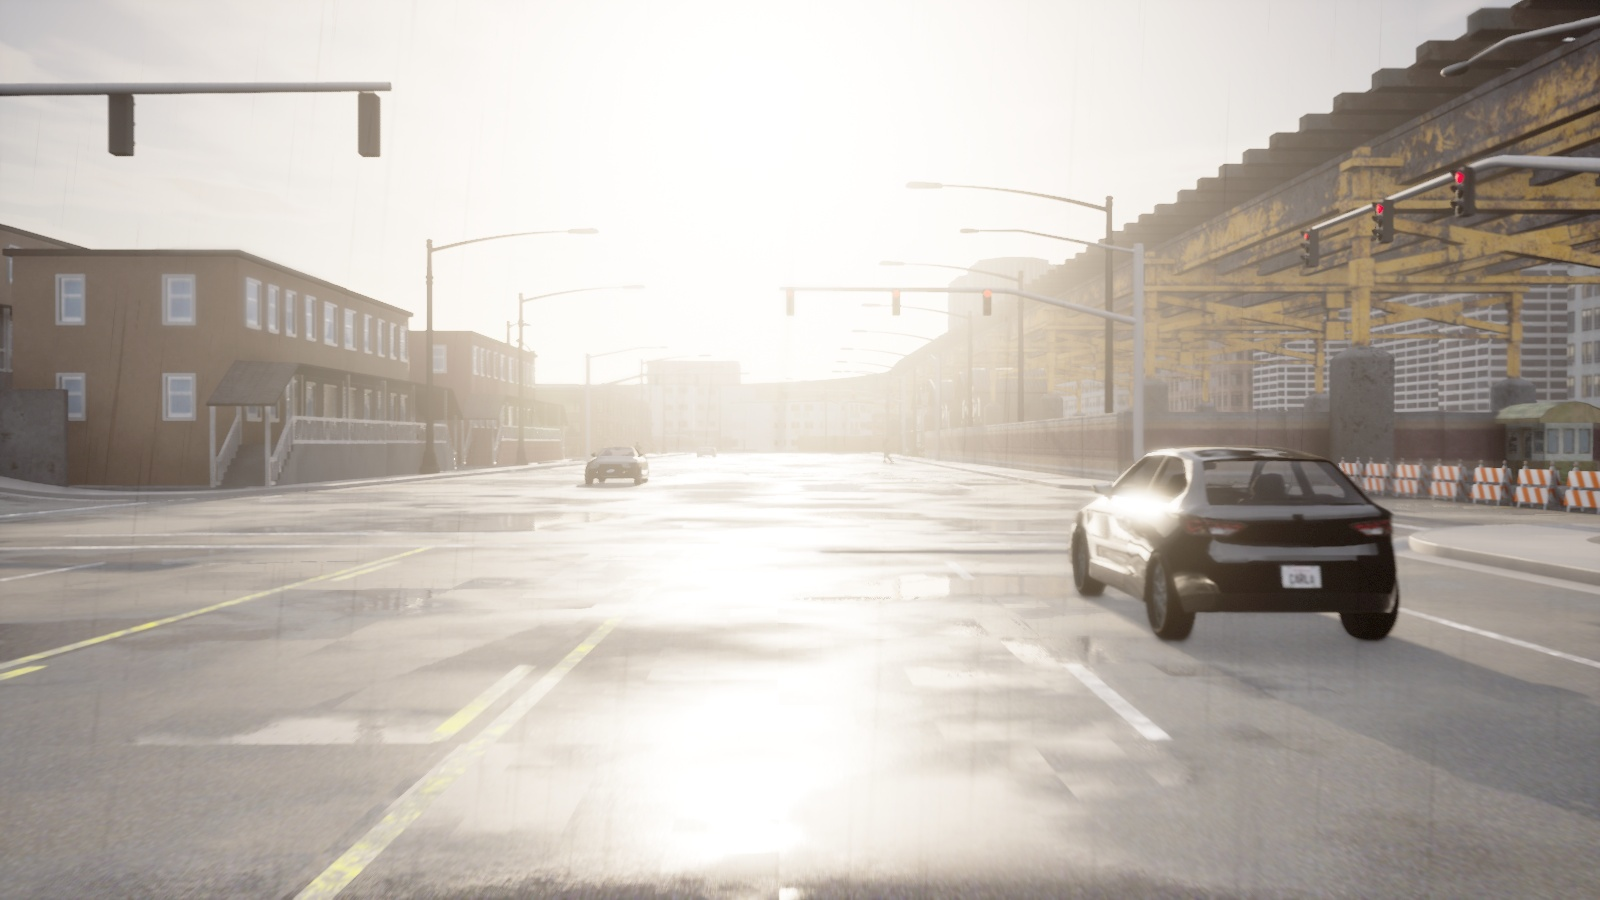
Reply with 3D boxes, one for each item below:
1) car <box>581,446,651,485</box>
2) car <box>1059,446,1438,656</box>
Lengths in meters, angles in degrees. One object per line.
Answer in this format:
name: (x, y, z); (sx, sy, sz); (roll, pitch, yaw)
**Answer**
car: (-6.729, 0.543, 46.417); (1.994, 1.385, 4.181); (0, 0, 0)
car: (3.576, 0.701, 10.905); (1.816, 1.474, 4.193); (0, 0, 0)
